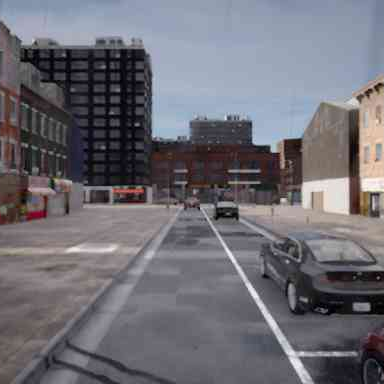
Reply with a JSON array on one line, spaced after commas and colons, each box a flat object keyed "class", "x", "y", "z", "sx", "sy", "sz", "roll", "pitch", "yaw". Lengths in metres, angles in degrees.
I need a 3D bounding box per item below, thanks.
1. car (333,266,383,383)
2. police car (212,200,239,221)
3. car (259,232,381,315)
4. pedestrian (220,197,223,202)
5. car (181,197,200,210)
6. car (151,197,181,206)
[{"class": "car", "x": 2.643, "y": 1.584, "z": 1.930, "sx": 1.802, "sy": 1.307, "sz": 4.206, "roll": 0, "pitch": 0, "yaw": 0}, {"class": "police car", "x": 2.746, "y": 1.464, "z": 27.791, "sx": 1.930, "sy": 1.638, "sz": 5.238, "roll": 0, "pitch": 0, "yaw": 0}, {"class": "car", "x": 2.642, "y": 1.558, "z": 7.367, "sx": 2.008, "sy": 1.369, "sz": 4.403, "roll": 0, "pitch": 0, "yaw": 0}, {"class": "pedestrian", "x": 2.746, "y": 1.338, "z": 30.806, "sx": 0.375, "sy": 1.860, "sz": 0.375, "roll": 0, "pitch": -1, "yaw": 0}, {"class": "car", "x": 0.024, "y": 1.425, "z": 43.627, "sx": 2.097, "sy": 1.767, "sz": 4.553, "roll": 0, "pitch": 0, "yaw": 1}, {"class": "car", "x": -4.503, "y": 1.665, "z": 58.646, "sx": 5.357, "sy": 1.411, "sz": 2.033, "roll": 0, "pitch": -1, "yaw": 14}]
